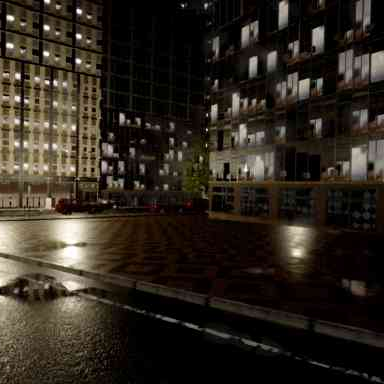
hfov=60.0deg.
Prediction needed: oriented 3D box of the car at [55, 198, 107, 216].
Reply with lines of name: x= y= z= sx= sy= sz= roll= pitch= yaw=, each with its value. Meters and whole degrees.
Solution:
car: x=-12.525 y=1.647 z=36.838 sx=5.009 sy=1.841 sz=2.192 roll=1 pitch=1 yaw=-34

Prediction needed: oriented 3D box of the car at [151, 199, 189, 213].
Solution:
car: x=-3.163 y=1.967 z=43.229 sx=4.507 sy=1.381 sz=1.887 roll=1 pitch=1 yaw=-34

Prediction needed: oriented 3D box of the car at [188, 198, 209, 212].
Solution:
car: x=1.526 y=1.783 z=46.419 sx=5.009 sy=1.841 sz=2.192 roll=1 pitch=1 yaw=-34

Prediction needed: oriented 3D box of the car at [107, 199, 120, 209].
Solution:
car: x=-12.284 y=1.722 z=46.546 sx=4.403 sy=1.369 sz=2.008 roll=1 pitch=1 yaw=-34

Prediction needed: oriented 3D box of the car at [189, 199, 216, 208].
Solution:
car: x=1.768 y=1.874 z=56.127 sx=4.313 sy=1.339 sz=1.947 roll=1 pitch=1 yaw=-34

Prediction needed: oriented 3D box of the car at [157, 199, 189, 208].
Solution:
car: x=-3.056 y=1.786 z=52.837 sx=4.829 sy=1.417 sz=1.752 roll=1 pitch=1 yaw=-34
